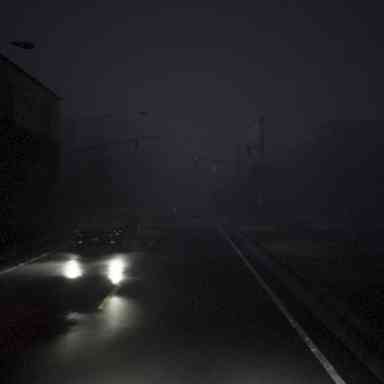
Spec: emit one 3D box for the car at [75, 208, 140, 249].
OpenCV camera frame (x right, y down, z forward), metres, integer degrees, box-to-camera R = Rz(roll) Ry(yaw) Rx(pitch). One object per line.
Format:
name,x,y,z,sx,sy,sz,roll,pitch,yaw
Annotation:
car,-3.561,1.478,14.725,1.882,1.535,5.008,0,0,0
